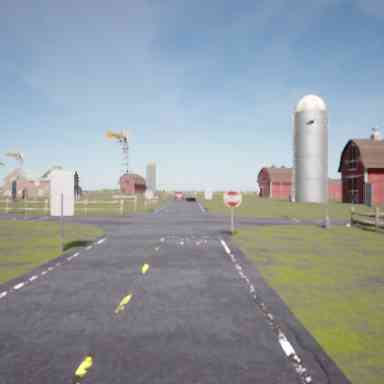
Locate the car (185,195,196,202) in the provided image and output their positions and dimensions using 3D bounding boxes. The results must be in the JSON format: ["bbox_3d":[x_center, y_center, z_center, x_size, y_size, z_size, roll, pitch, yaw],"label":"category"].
[{"bbox_3d":[-0.073,1.430,73.195,1.882,1.535,5.008,0,0,-2],"label":"car"}]

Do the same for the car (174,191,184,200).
[{"bbox_3d":[-3.011,0.784,77.264,2.150,2.045,5.566,0,0,-2],"label":"car"}]

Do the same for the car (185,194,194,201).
[{"bbox_3d":[-0.740,1.393,83.304,1.882,1.535,5.008,0,0,-6],"label":"car"}]
